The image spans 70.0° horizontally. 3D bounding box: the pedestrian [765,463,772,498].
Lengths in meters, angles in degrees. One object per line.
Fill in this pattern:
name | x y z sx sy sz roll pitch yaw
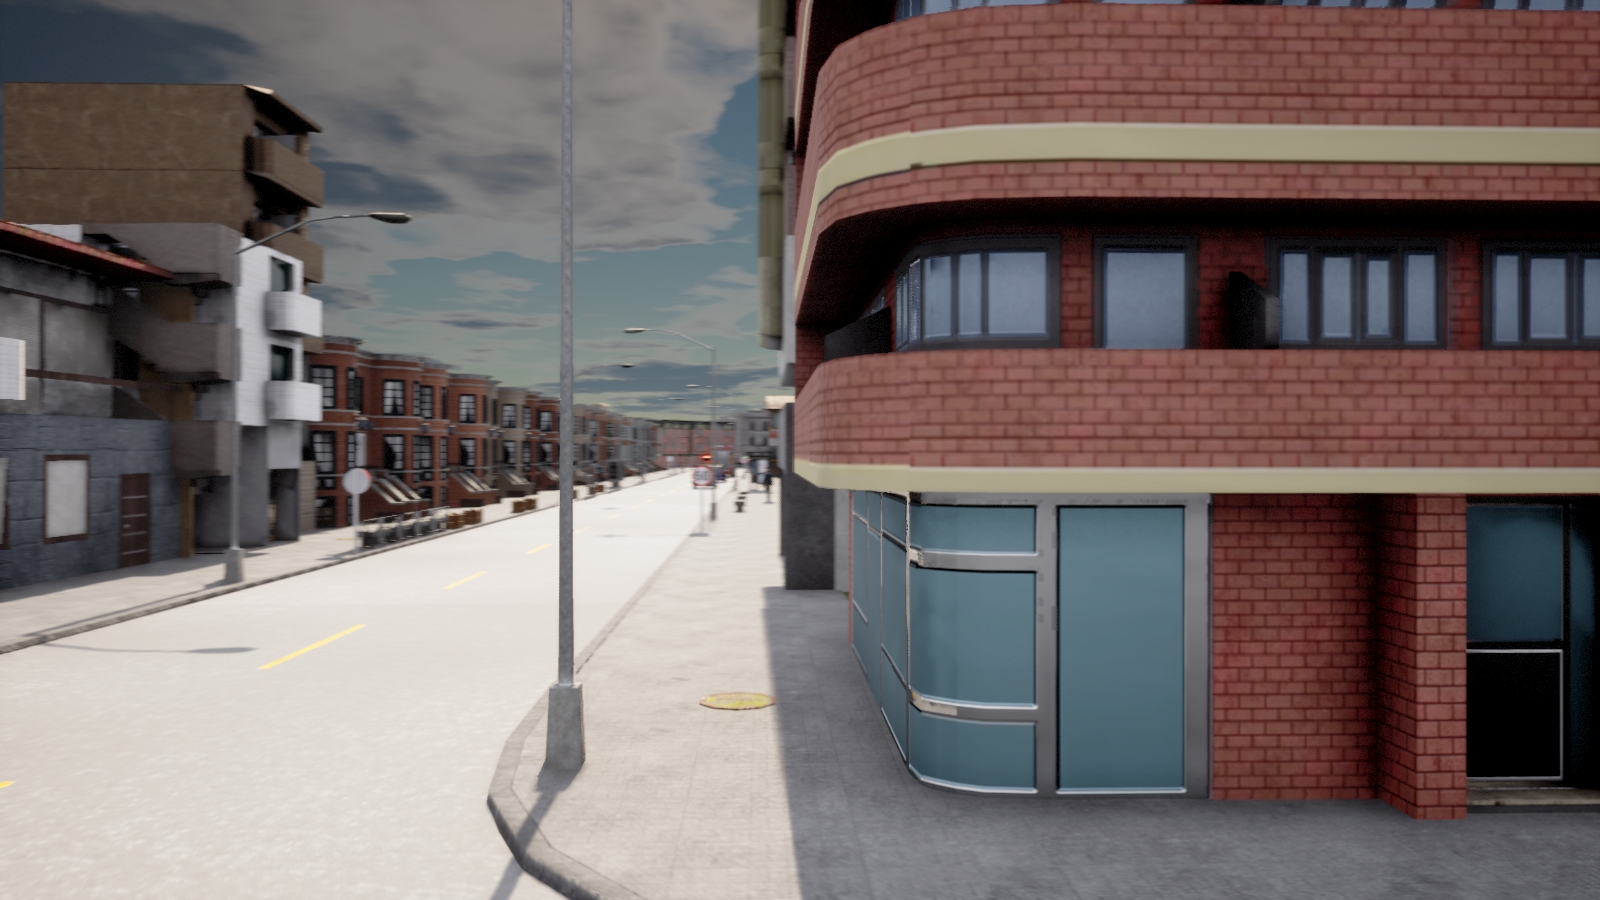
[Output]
pedestrian | -1.703 1.652 61.331 0.375 1.860 0.375 0 0 -5
